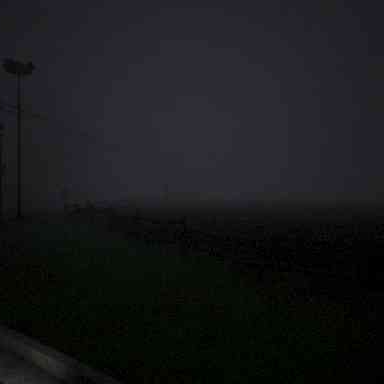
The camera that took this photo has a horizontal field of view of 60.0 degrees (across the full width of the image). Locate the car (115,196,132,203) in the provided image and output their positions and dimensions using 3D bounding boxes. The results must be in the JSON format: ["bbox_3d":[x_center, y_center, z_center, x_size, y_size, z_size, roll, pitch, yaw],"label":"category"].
[{"bbox_3d":[-14.479,1.564,72.930,1.882,1.535,5.008,0,0,10],"label":"car"}]

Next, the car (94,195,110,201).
[{"bbox_3d":[-22.939,1.490,85.065,2.128,1.511,4.902,0,0,10],"label":"car"}]

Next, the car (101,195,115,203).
[{"bbox_3d":[-17.842,1.699,73.997,1.895,1.301,4.718,0,0,10],"label":"car"}]

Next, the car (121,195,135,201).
[{"bbox_3d":[-16.047,1.548,83.838,1.895,1.301,4.718,0,0,10],"label":"car"}]

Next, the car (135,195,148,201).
[{"bbox_3d":[-12.604,1.541,83.210,1.895,1.301,4.718,0,0,10],"label":"car"}]

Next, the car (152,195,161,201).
[{"bbox_3d":[-9.166,1.418,82.553,1.882,1.535,5.008,0,0,10],"label":"car"}]

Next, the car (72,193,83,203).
[{"bbox_3d":[-24.804,1.330,74.844,2.150,2.045,5.566,0,0,10],"label":"car"}]

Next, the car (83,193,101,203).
[{"bbox_3d":[-21.361,1.324,74.216,2.150,2.045,5.566,0,0,10],"label":"car"}]

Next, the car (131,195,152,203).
[{"bbox_3d":[-10.956,1.687,72.741,1.895,1.301,4.718,0,0,10],"label":"car"}]

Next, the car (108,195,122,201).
[{"bbox_3d":[-19.490,1.554,84.466,1.895,1.301,4.718,0,0,10],"label":"car"}]
